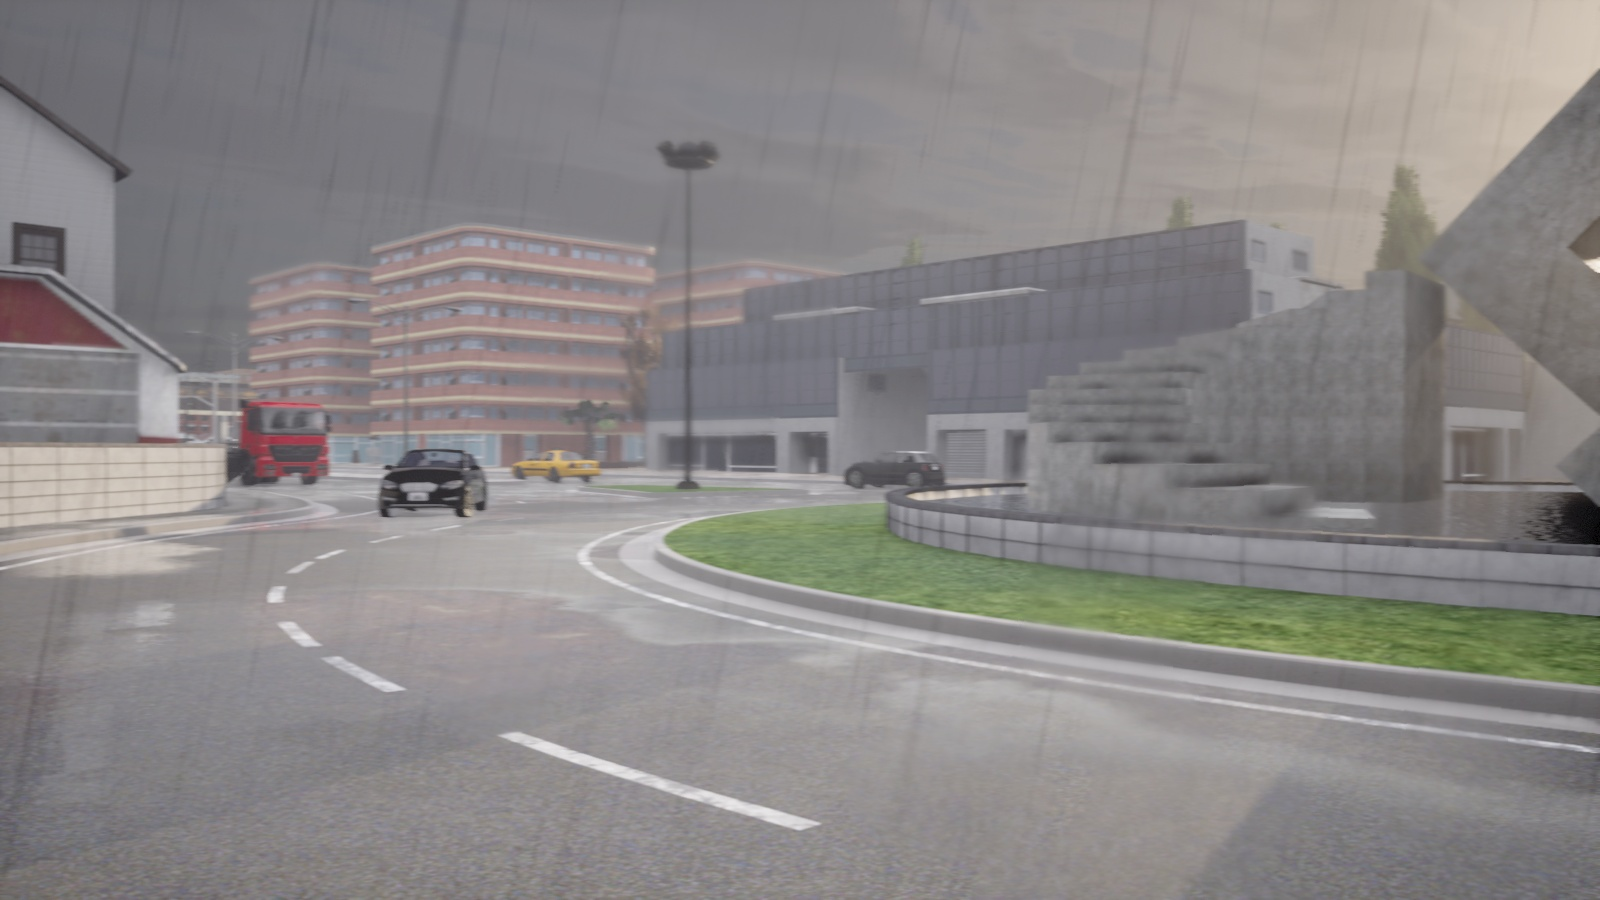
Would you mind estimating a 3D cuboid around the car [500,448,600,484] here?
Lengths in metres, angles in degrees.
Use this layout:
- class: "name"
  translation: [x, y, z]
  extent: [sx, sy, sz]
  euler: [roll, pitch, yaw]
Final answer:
- class: "car"
  translation: [-11.403, 0.702, 56.929]
  extent: [1.801, 1.575, 5.366]
  euler: [0, 0, -44]

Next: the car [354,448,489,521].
- class: "car"
  translation: [-8.435, 0.711, 28.413]
  extent: [2.128, 1.511, 4.902]
  euler: [0, 0, -7]

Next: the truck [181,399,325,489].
- class: "truck"
  translation: [-22.839, -0.213, 52.209]
  extent: [2.891, 3.462, 7.936]
  euler: [0, 0, -44]

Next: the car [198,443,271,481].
- class: "car"
  translation: [-28.400, 0.591, 63.002]
  extent: [1.932, 1.855, 4.605]
  euler: [0, 0, -44]

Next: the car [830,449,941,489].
- class: "car"
  translation: [3.303, 0.717, 48.683]
  extent: [3.806, 1.475, 1.970]
  euler: [0, 0, 33]
